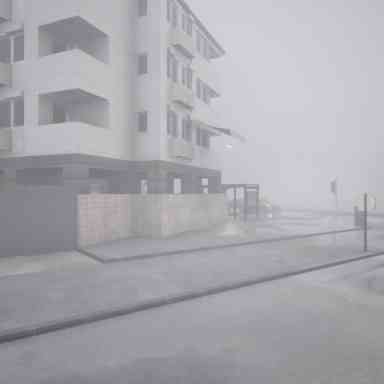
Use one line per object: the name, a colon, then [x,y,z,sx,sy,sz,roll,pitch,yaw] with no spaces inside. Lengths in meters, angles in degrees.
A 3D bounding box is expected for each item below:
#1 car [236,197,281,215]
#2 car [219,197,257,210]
car: [7.016,1.352,34.492,2.097,1.767,4.553,0,0,-36]
car: [5.910,1.477,43.154,1.882,1.535,5.008,0,0,-36]
